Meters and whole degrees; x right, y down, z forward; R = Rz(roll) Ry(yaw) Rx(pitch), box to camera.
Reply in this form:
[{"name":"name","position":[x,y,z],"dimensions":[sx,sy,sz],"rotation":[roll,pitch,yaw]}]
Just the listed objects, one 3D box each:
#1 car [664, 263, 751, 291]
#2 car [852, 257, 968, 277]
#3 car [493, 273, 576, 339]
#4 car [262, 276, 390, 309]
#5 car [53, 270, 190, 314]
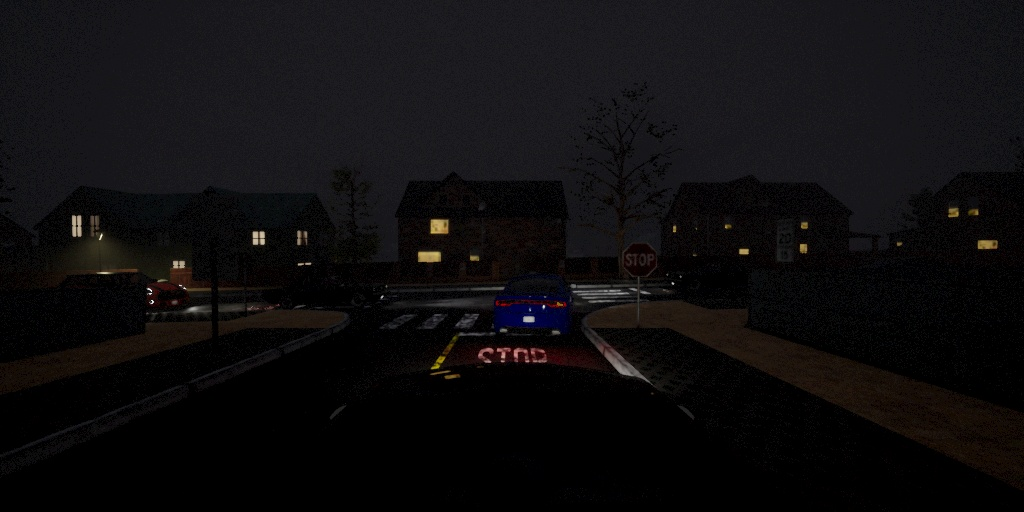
[{"name":"car","position":[10.417,1.034,18.370],"dimensions":[4.718,1.301,1.895],"rotation":[-1,1,-1]},{"name":"car","position":[20.063,0.753,18.403],"dimensions":[5.357,1.411,2.033],"rotation":[-1,1,0]},{"name":"car","position":[0.790,1.226,10.239],"dimensions":[1.882,1.535,5.008],"rotation":[0,0,10]},{"name":"car","position":[-7.806,1.506,15.450],"dimensions":[4.718,1.301,1.895],"rotation":[-1,1,0]},{"name":"car","position":[-16.793,1.472,15.446],"dimensions":[4.553,1.767,2.097],"rotation":[-1,1,0]}]
